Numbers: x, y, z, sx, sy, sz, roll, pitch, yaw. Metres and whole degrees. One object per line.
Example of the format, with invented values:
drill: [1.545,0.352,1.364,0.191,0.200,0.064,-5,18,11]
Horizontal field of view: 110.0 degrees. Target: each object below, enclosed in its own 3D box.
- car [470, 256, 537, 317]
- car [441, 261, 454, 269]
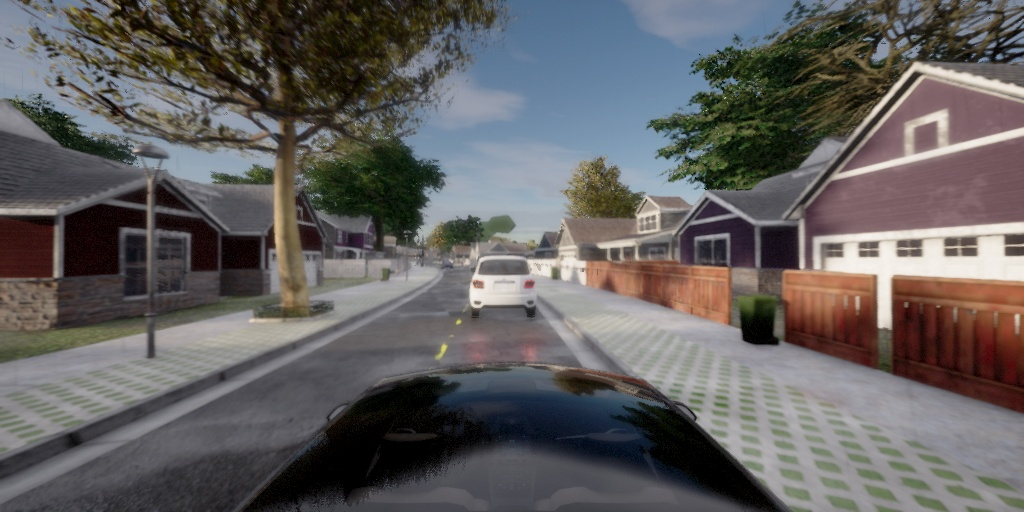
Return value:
car: [-0.378,1.017,13.479,2.150,2.045,5.566,0,0,-3]
car: [-11.095,1.542,61.468,2.033,1.411,5.357,0,0,-15]
